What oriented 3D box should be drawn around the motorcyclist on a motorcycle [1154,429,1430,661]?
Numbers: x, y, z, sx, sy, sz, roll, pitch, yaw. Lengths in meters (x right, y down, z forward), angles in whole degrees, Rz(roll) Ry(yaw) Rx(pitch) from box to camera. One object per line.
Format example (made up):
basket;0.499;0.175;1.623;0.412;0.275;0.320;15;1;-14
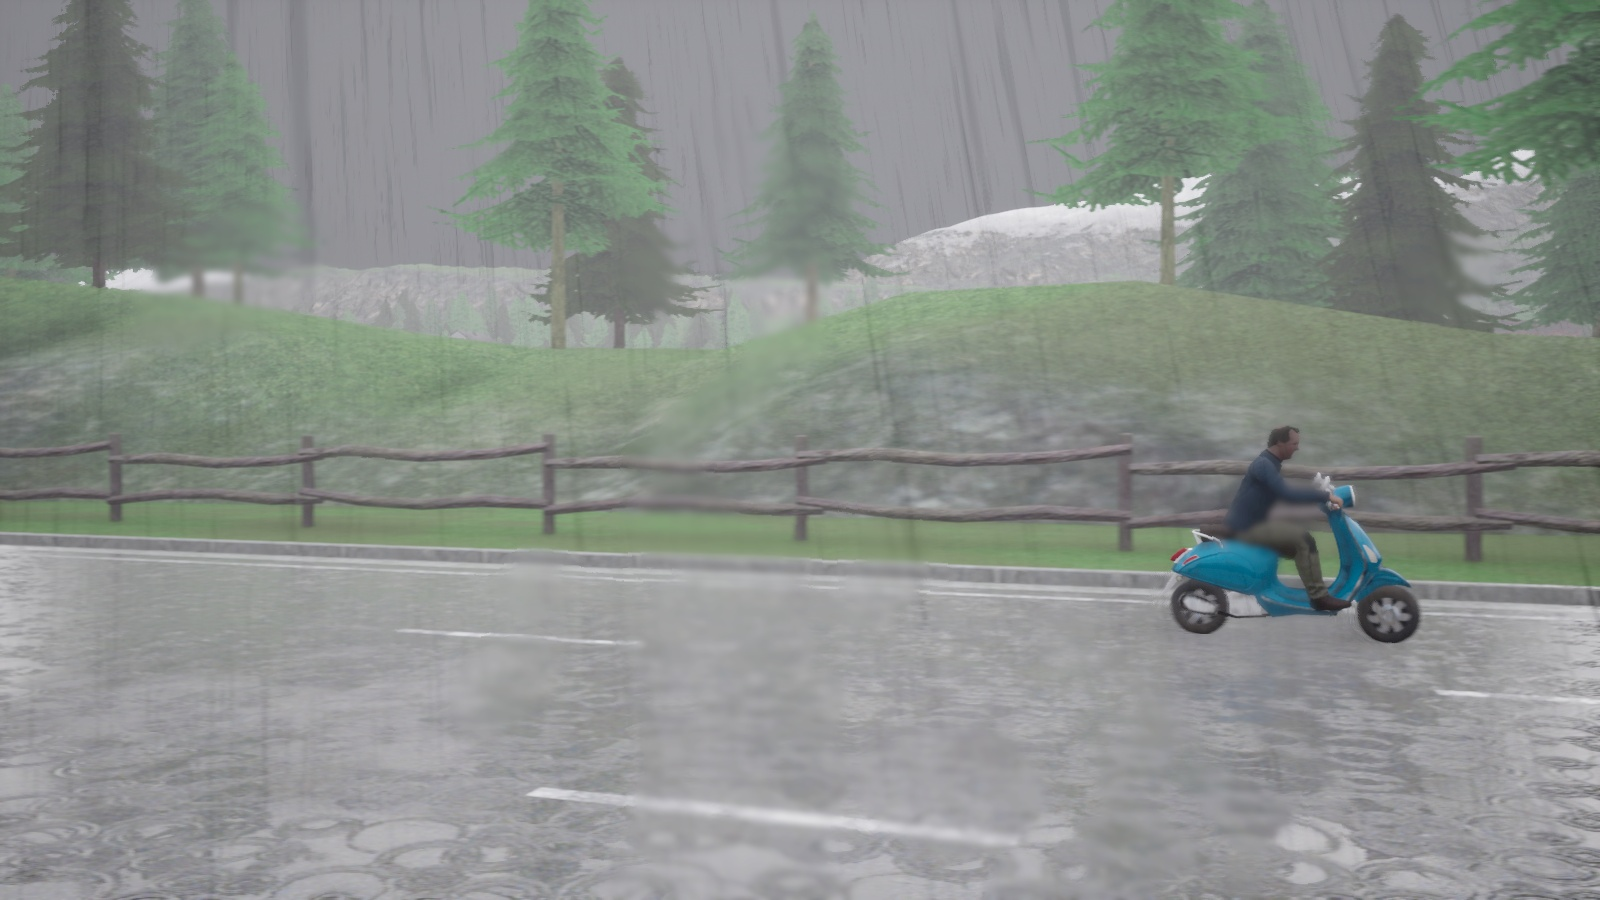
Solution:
motorcyclist on a motorcycle;3.613;0.643;9.362;1.817;1.590;0.866;1;1;19
